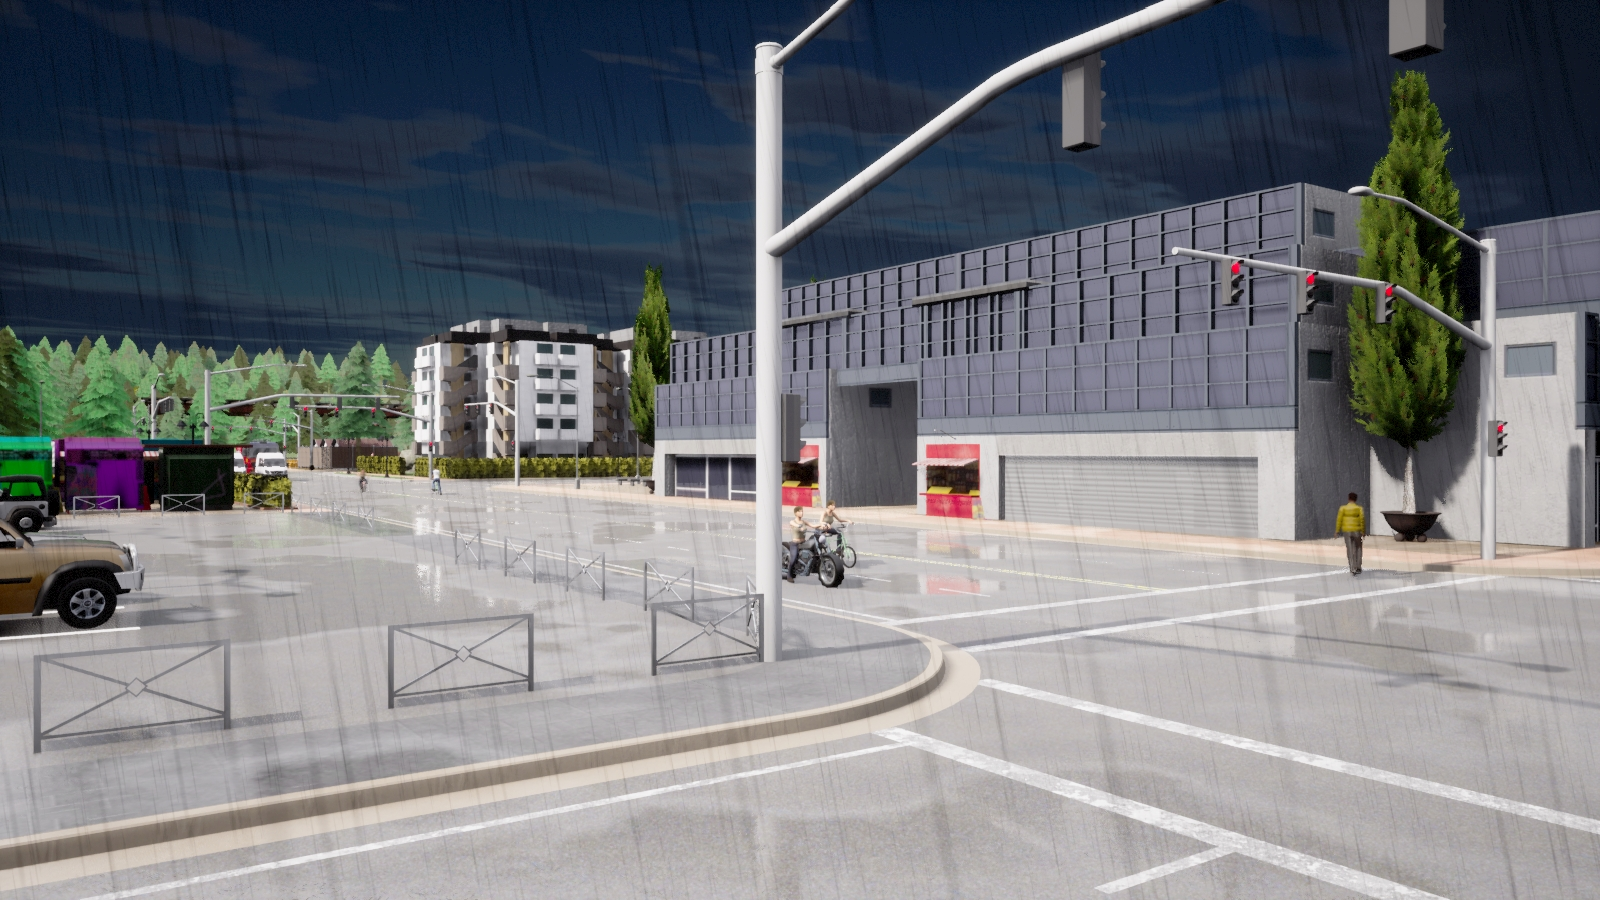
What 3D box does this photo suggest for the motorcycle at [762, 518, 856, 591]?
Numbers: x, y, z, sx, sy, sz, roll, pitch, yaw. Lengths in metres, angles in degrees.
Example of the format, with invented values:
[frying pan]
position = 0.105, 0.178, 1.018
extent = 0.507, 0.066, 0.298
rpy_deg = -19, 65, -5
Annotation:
[motorcycle]
position = 0.165, 2.155, 23.900
extent = 0.764, 1.307, 2.356
rpy_deg = 0, 0, -34

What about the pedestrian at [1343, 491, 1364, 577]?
[pedestrian]
position = 12.251, 1.848, 25.284
extent = 0.375, 1.860, 0.375
rpy_deg = 0, 0, 36
